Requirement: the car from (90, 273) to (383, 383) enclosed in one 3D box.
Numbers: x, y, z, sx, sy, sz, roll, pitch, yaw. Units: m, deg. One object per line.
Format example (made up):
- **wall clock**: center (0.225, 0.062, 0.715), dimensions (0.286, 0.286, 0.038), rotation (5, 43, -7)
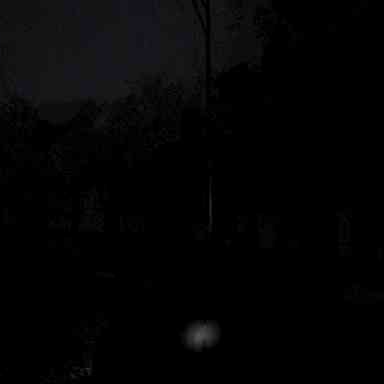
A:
- **car**: center (0.910, 1.537, 3.178), dimensions (4.181, 1.385, 1.994), rotation (-1, 0, 38)
